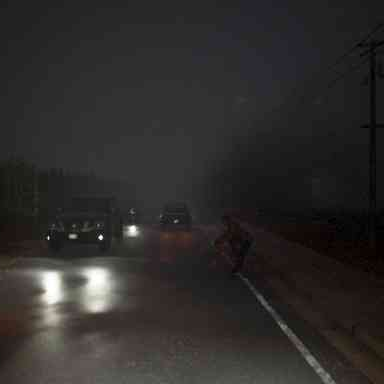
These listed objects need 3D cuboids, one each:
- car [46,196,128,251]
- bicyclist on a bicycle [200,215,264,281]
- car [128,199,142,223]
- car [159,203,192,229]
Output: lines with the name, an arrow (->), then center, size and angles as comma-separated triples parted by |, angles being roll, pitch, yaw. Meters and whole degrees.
car -> -4.350, 1.195, 14.387 | 2.150, 2.045, 5.566 | 0, 0, -4
bicyclist on a bicycle -> 1.013, 1.404, 8.397 | 1.656, 1.620, 0.582 | 0, 0, -3
car -> -4.930, 1.307, 24.632 | 2.097, 1.767, 4.553 | 0, 0, -3
car -> -1.060, 1.452, 21.294 | 2.128, 1.511, 4.902 | 0, 0, -3
